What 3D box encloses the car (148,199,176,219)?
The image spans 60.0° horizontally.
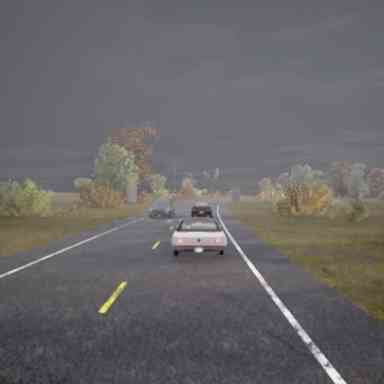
[{"bbox_3d":[-2.763,1.505,31.230,2.097,1.767,4.553,0,0,3],"label":"car"}]

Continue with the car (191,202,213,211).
[{"bbox_3d":[0.924,1.632,31.058,1.882,1.535,5.008,0,-1,3],"label":"car"}]

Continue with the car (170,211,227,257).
[{"bbox_3d":[0.270,1.668,13.318,1.895,1.301,4.718,0,0,1],"label":"car"}]
